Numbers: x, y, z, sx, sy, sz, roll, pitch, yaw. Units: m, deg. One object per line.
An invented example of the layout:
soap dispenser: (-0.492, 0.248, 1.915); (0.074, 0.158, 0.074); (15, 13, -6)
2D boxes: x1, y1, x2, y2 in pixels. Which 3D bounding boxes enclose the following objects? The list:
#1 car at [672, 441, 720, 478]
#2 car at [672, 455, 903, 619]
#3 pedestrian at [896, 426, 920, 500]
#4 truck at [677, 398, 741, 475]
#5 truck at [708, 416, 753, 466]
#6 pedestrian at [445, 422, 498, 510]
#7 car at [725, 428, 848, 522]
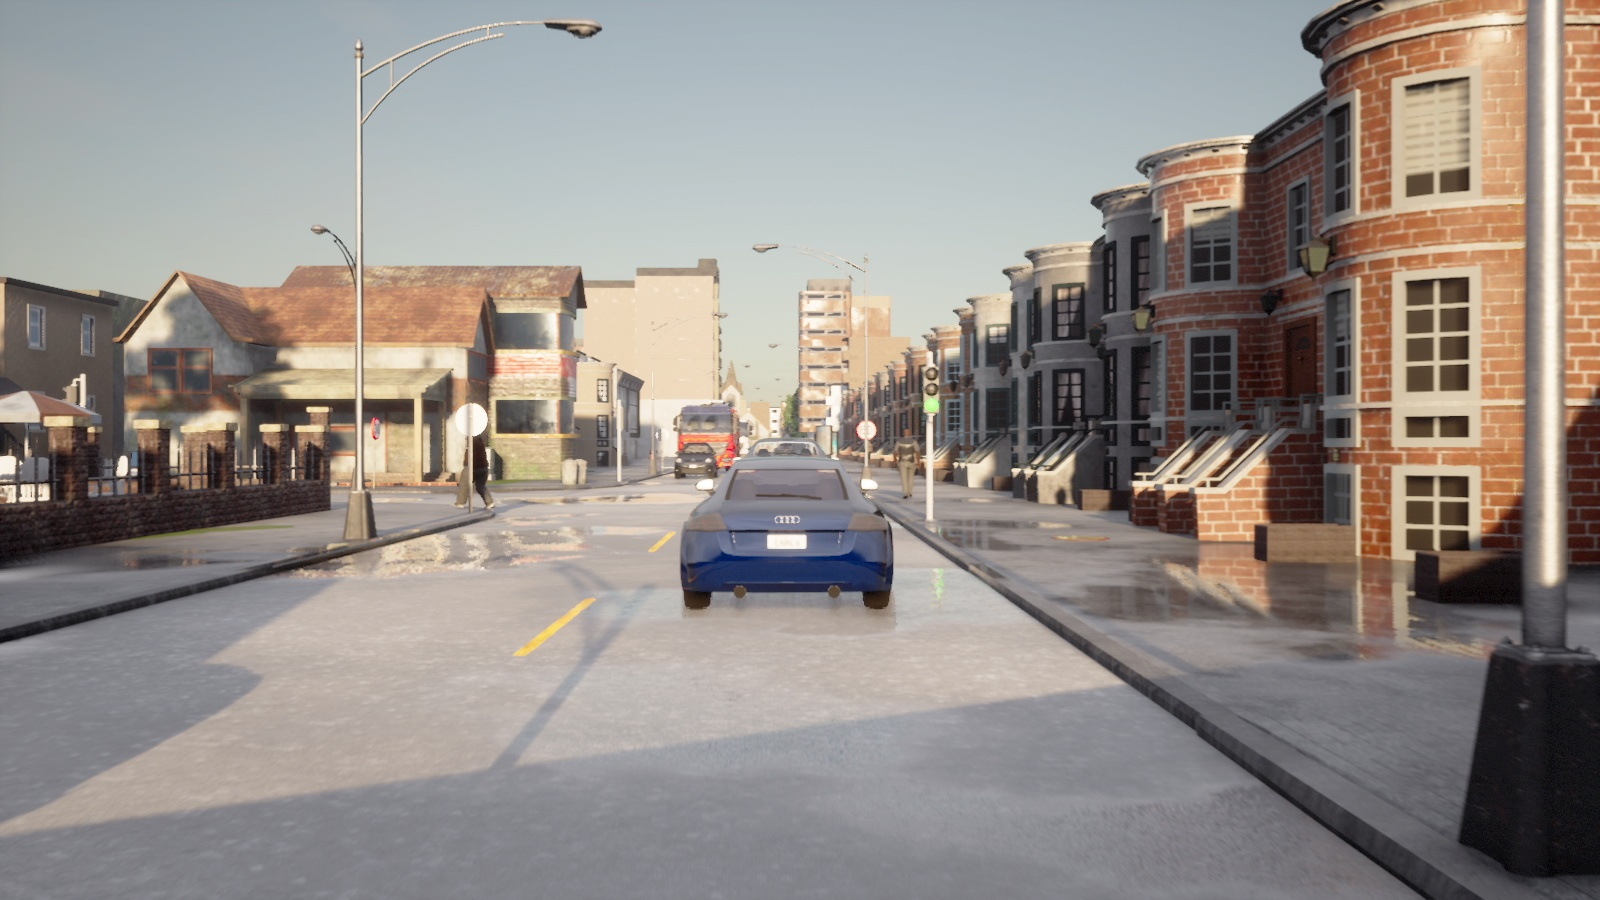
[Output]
car: (-4.604, 0.412, 56.216); (1.851, 1.617, 3.988); (0, 0, 0)
car: (-0.127, 0.757, 12.913); (1.994, 1.385, 4.181); (0, 0, 0)
pedestrian: (2.771, 0.327, 32.170); (0.563, 1.883, 0.849); (0, 0, 9)
truck: (-4.715, -0.693, 66.554); (2.891, 3.827, 8.468); (0, 0, -1)
truck: (-4.969, -0.610, 90.830); (2.891, 3.462, 7.936); (0, 0, -1)
pedestrian: (-7.030, 0.338, 26.901); (0.899, 1.844, 0.634); (0, 0, 16)
car: (-0.260, 0.425, 24.534); (2.152, 1.651, 5.027); (0, 0, -1)
